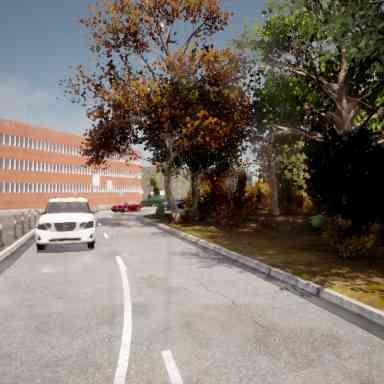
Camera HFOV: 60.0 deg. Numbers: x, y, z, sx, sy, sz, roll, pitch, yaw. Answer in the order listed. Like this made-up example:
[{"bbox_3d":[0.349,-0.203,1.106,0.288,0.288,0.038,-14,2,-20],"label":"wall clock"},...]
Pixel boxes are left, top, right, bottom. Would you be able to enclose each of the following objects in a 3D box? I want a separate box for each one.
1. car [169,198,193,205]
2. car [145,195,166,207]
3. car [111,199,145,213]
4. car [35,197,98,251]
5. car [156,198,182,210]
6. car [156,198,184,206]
[{"bbox_3d":[-2.266,1.919,69.344,4.674,1.452,2.002,0,0,20],"label":"car"},{"bbox_3d":[-6.202,1.580,58.749,5.566,2.045,2.435,0,0,20],"label":"car"},{"bbox_3d":[-8.019,1.846,40.864,1.895,1.301,4.718,0,0,19],"label":"car"},{"bbox_3d":[-5.460,1.264,14.765,2.150,2.045,5.566,0,0,-18],"label":"car"},{"bbox_3d":[-2.687,1.894,45.918,1.895,1.301,4.718,0,0,21],"label":"car"},{"bbox_3d":[-4.224,1.857,64.043,5.008,1.535,2.097,0,0,20],"label":"car"}]
